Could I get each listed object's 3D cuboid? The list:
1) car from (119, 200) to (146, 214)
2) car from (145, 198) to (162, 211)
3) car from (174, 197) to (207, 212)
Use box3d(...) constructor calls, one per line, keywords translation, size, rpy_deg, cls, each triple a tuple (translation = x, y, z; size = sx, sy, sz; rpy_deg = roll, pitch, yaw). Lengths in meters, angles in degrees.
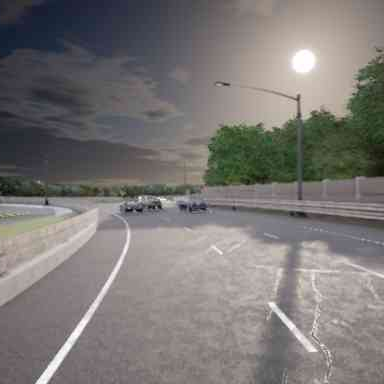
box3d(translation=(-6.698, 1.659, 36.264), size=(1.895, 1.301, 4.718), rpy_deg=(-1, 0, -21), cls="car")
box3d(translation=(-5.152, 1.540, 41.589), size=(1.837, 1.490, 4.892), rpy_deg=(0, 0, -23), cls="car")
box3d(translation=(-0.045, 1.327, 38.112), size=(2.097, 1.767, 4.553), rpy_deg=(-1, 0, -20), cls="car")
